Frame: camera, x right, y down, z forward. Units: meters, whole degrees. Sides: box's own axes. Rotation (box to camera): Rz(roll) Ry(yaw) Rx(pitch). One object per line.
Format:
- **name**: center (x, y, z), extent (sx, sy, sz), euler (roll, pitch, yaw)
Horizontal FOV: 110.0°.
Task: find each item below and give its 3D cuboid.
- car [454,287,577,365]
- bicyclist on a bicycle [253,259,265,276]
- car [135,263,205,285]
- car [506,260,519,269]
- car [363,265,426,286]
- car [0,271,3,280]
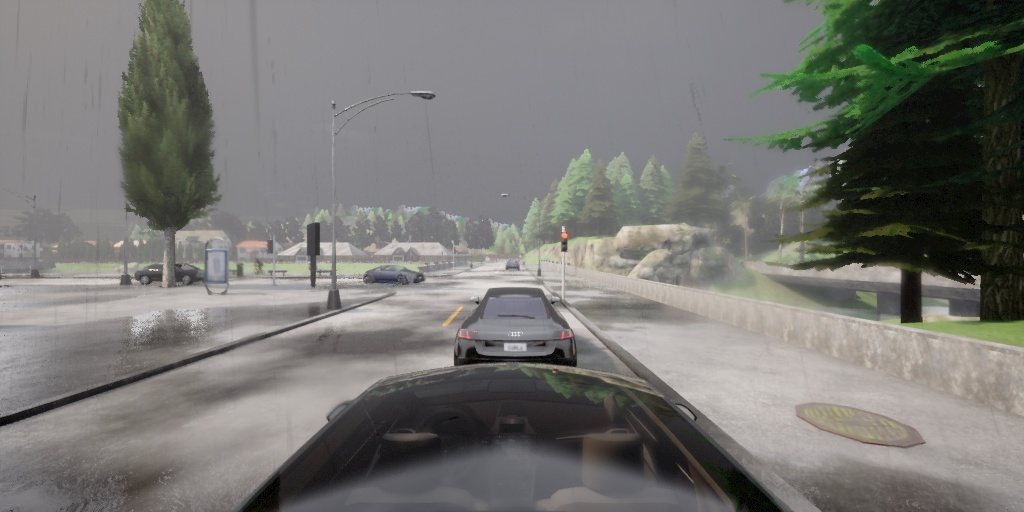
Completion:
- **car**: center (0.064, 1.314, 7.295), extent (1.994, 1.385, 4.181), euler (0, 0, 0)
- **bicyclist on a bicycle**: center (-24.099, 1.099, 34.120), extent (0.582, 1.620, 1.656), euler (0, 0, 0)
- **car**: center (-24.021, 1.253, 25.722), extent (4.892, 1.490, 1.837), euler (0, 0, 0)
- **car**: center (0.106, 1.314, 55.004), extent (1.994, 1.385, 4.181), euler (0, 0, 0)
- **car**: center (-8.135, 1.313, 24.907), extent (4.181, 1.385, 1.994), euler (0, 0, 16)
- **car**: center (-39.810, 1.241, 25.733), extent (4.902, 1.511, 2.128), euler (0, 0, 0)
